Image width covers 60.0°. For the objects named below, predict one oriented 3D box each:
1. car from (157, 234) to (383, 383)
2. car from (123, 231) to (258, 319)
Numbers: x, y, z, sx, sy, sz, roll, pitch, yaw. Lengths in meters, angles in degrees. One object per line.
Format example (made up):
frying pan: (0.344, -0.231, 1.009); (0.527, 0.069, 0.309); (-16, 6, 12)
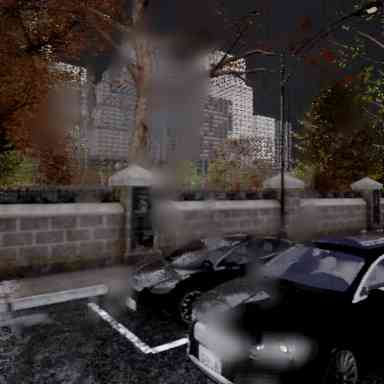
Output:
car: (2.182, 1.496, 4.934); (4.902, 1.511, 2.128); (0, 0, -35)
car: (0.715, 1.570, 7.065); (4.313, 1.339, 1.947); (0, 0, -35)
